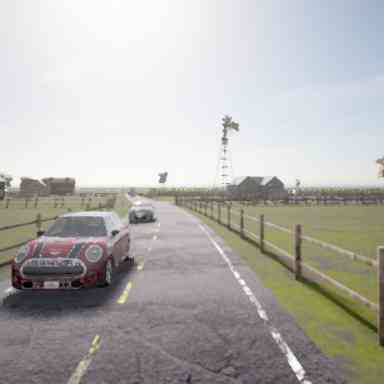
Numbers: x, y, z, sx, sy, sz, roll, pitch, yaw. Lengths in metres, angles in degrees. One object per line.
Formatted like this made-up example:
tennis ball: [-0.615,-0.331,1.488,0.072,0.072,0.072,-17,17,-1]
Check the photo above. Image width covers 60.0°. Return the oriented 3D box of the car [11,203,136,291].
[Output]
car: [-3.017,1.366,9.260,2.097,1.767,4.553,0,0,-1]

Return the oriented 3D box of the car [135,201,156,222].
car: [-3.991,1.520,26.916,2.128,1.511,4.902,0,0,-4]
